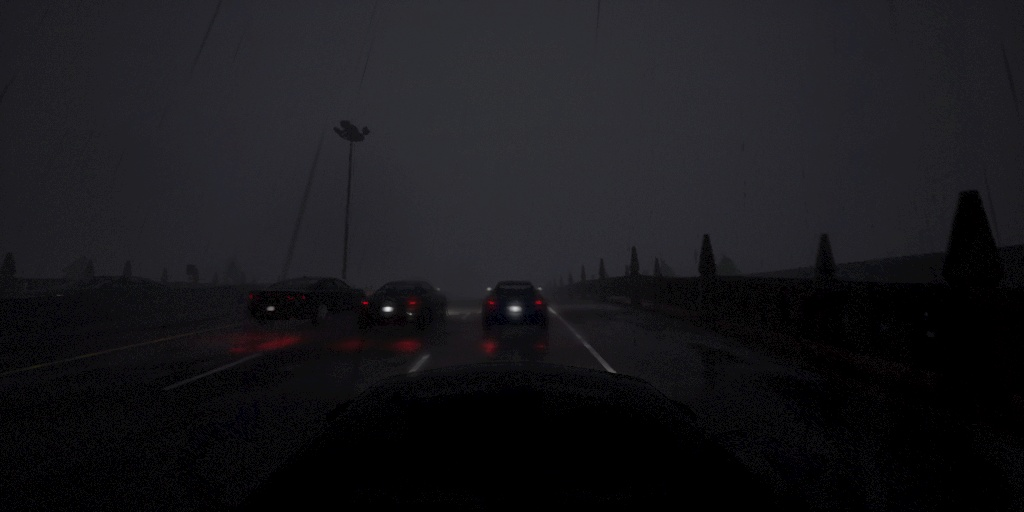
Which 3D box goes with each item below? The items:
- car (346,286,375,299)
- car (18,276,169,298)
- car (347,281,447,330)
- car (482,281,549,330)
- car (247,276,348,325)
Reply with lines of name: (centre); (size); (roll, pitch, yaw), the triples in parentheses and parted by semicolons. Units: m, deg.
car: (-21.078, 5.118, 50.141); (2.097, 1.767, 4.553); (0, -7, 0)
car: (-17.602, 1.604, 15.452); (2.128, 1.511, 4.902); (0, -3, 0)
car: (-3.402, 1.507, 11.832); (1.994, 1.385, 4.181); (0, -2, 0)
car: (0.098, 1.506, 11.827); (1.994, 1.385, 4.181); (0, -2, 0)
car: (-6.902, 1.459, 12.736); (1.882, 1.535, 5.008); (0, -2, 0)
